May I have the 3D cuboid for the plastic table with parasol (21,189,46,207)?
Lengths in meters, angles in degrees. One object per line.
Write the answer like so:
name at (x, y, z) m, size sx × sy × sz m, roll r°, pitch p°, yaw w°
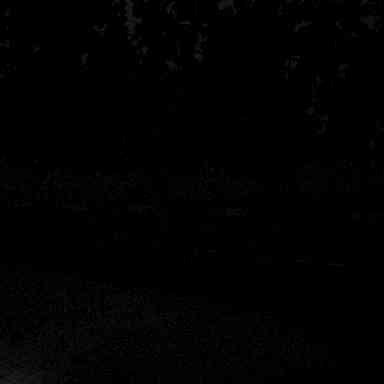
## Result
plastic table with parasol at (-22.533, 0.881, 47.434) m, size 2.482 × 2.480 × 2.482 m, roll -1°, pitch 0°, yaw -6°
